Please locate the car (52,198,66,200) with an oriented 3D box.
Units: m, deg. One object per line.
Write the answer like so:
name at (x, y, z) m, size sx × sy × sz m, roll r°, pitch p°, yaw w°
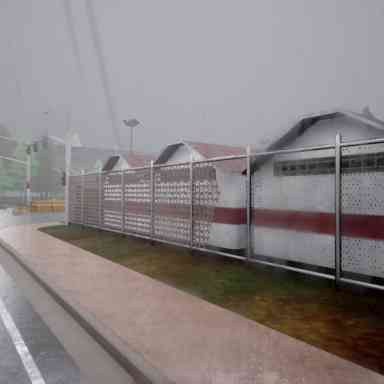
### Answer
car at (-17.026, 1.504, 42.409) m, size 4.892 × 1.490 × 1.837 m, roll 0°, pitch 0°, yaw -38°
